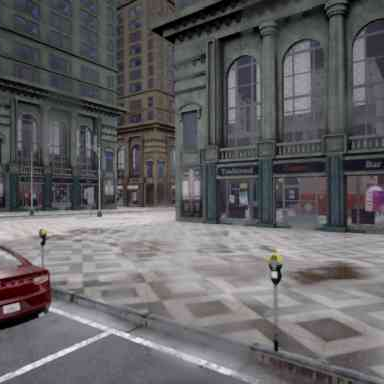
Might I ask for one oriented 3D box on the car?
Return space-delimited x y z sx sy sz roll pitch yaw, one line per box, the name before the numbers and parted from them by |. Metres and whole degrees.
car | -4.430 1.557 6.124 4.507 1.381 1.887 0 0 35
